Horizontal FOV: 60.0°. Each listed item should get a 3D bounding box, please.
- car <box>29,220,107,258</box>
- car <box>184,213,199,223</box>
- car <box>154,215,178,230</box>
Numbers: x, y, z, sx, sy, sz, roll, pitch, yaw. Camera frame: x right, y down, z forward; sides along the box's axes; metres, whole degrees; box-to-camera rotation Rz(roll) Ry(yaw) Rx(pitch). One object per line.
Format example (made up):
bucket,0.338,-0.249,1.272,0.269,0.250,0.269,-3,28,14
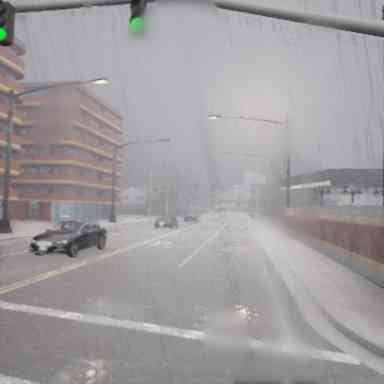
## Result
car,-5.706,2.144,15.969,2.128,1.511,4.902,1,-2,9
car,-0.072,4.036,52.839,1.812,1.442,4.674,1,-3,9
car,-2.705,3.195,35.933,2.128,1.511,4.902,1,-3,9
